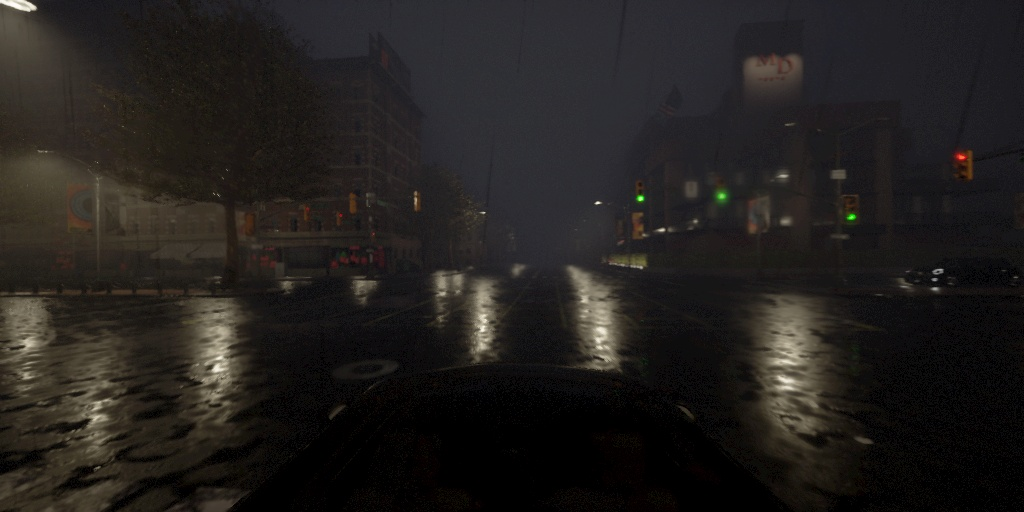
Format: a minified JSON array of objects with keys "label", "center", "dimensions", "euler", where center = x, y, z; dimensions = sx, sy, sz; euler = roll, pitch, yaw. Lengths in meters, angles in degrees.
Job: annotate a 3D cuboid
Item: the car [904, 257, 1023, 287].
[{"label":"car","center":[25.652,0.845,20.535],"dimensions":[4.553,1.767,2.097],"euler":[-1,0,6]}]
